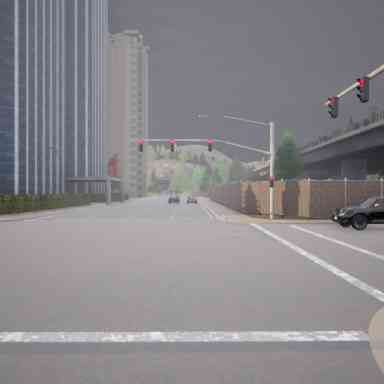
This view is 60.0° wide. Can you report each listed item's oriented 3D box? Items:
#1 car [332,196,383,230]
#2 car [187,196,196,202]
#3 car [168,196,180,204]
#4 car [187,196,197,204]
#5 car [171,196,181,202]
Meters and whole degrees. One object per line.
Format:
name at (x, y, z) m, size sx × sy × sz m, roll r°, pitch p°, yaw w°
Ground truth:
car at (11.814, 1.277, 20.931) m, size 5.566 × 2.045 × 2.150 m, roll 0°, pitch 0°, yaw 0°
car at (-0.110, 1.595, 74.558) m, size 1.895 × 1.301 × 4.718 m, roll 0°, pitch 0°, yaw 0°
car at (-3.497, 1.478, 64.199) m, size 1.882 × 1.535 × 5.008 m, roll 0°, pitch 0°, yaw 0°
car at (0.004, 1.564, 64.595) m, size 1.994 × 1.385 × 4.181 m, roll 0°, pitch 0°, yaw 0°
car at (-3.609, 1.540, 74.416) m, size 2.033 × 1.411 × 5.357 m, roll 0°, pitch 0°, yaw 0°
